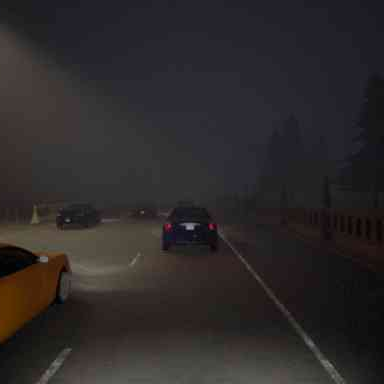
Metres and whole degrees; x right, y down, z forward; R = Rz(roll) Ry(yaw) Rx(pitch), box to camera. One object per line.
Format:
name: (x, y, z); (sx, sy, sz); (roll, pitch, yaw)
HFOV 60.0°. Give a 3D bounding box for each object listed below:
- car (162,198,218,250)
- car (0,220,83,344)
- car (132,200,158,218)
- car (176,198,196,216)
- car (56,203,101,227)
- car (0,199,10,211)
car: (-0.121, 1.305, 14.201); (2.097, 1.767, 4.553); (0, 0, -1)
car: (-3.433, 1.461, 4.960); (1.882, 1.535, 5.008); (0, 0, -1)
car: (-4.018, 1.432, 28.817); (1.812, 1.442, 4.674); (0, 0, -2)
car: (-0.600, 1.371, 32.828); (1.882, 1.535, 5.008); (0, 0, -1)
car: (-7.330, 1.455, 21.761); (1.812, 1.442, 4.674); (0, 0, -2)
car: (-21.792, 1.419, 36.478); (1.812, 1.442, 4.674); (0, 0, -1)
